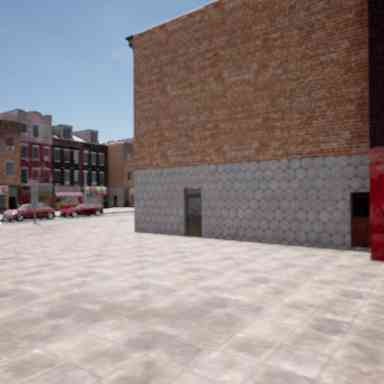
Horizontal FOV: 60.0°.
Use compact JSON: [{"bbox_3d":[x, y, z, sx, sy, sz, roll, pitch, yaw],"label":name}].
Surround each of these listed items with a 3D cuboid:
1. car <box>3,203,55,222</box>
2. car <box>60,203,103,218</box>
[{"bbox_3d":[-14.288,1.734,29.209,1.967,1.590,4.097,-1,0,36],"label":"car"},{"bbox_3d":[-11.109,1.833,33.654,1.887,1.381,4.507,-1,0,36],"label":"car"}]
